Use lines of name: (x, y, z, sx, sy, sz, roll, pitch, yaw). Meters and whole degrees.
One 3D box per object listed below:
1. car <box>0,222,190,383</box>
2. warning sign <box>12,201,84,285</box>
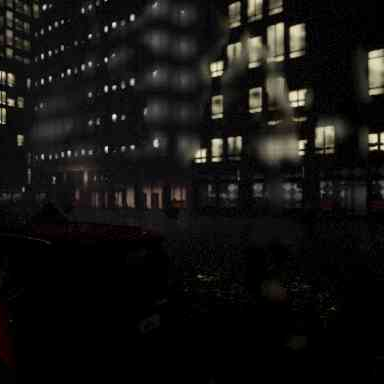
car: (-2.346, 1.351, 4.544, 5.009, 1.841, 2.192, -1, 0, 36)
warning sign: (-3.612, 1.177, 8.379, 1.060, 1.860, 1.300, 0, 0, 36)
